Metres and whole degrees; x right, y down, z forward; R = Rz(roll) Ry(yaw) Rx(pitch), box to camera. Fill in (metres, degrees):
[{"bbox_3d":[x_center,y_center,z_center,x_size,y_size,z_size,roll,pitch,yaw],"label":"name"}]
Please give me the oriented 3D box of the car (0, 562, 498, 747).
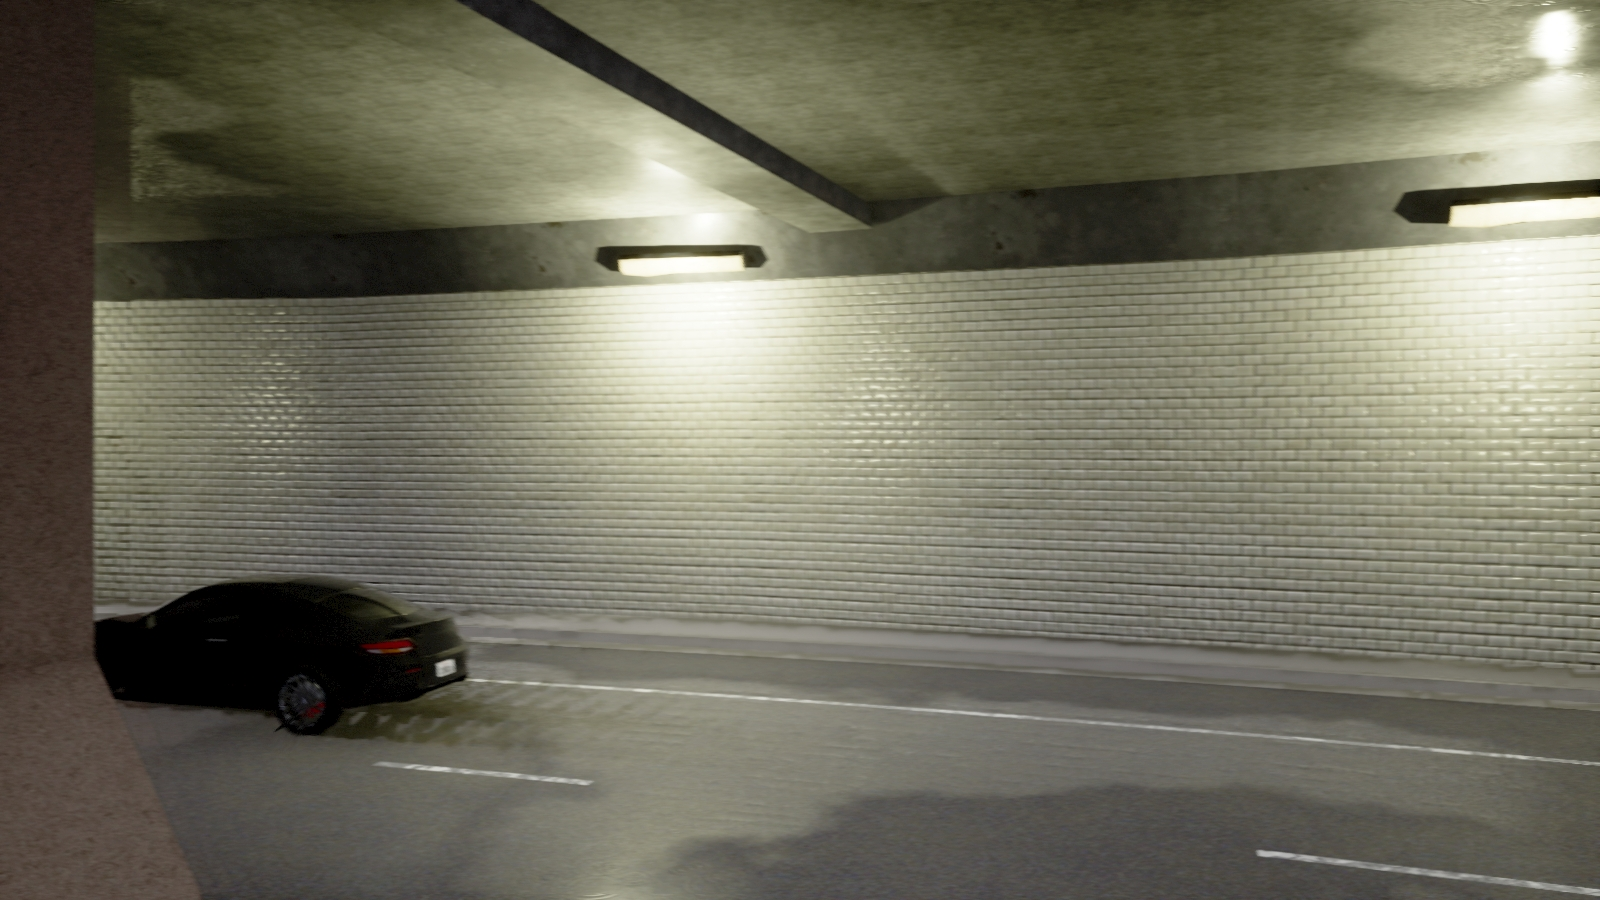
[{"bbox_3d":[-5.874,2.078,12.335,4.674,1.442,2.002,0,0,14],"label":"car"}]
